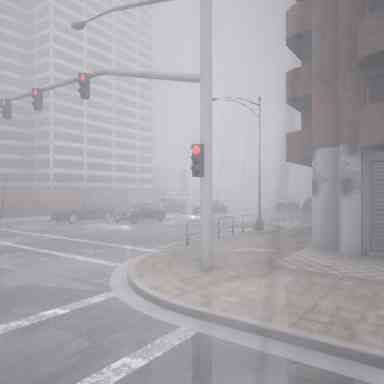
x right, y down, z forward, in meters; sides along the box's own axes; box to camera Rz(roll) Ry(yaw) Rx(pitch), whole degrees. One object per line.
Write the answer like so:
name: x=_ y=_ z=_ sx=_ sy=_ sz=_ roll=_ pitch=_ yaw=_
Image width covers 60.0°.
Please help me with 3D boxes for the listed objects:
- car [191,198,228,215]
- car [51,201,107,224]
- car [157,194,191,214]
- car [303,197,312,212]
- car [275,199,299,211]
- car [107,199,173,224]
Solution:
car: x=1.855 y=1.564 z=33.247 sx=1.994 sy=1.385 sz=4.181 roll=0 pitch=0 yaw=36
car: x=-8.141 y=1.478 z=25.206 sx=1.882 sy=1.535 sz=5.008 roll=0 pitch=0 yaw=35
car: x=-2.566 y=1.352 z=33.074 sx=2.097 sy=1.767 sz=4.553 roll=0 pitch=0 yaw=35
car: x=14.500 y=1.352 z=38.698 sx=2.097 sy=1.767 sz=4.553 roll=0 pitch=0 yaw=35
car: x=11.620 y=1.526 z=40.716 sx=1.812 sy=1.442 sz=4.674 roll=0 pitch=0 yaw=35
car: x=-3.840 y=1.526 z=25.193 sx=1.812 sy=1.442 sz=4.674 roll=0 pitch=0 yaw=35
